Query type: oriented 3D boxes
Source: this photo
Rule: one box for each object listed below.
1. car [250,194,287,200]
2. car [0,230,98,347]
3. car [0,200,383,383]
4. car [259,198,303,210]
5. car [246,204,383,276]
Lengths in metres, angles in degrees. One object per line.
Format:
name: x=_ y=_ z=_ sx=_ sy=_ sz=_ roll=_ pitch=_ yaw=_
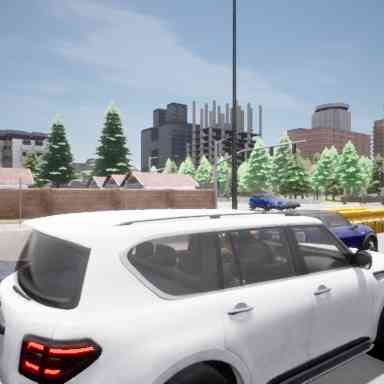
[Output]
car: x=8.812 y=1.222 z=39.122 sx=2.150 sy=2.045 sz=5.566 roll=0 pitch=0 yaw=-20
car: x=-4.375 y=1.547 z=4.923 sx=5.357 sy=1.411 sz=2.033 roll=0 pitch=0 yaw=-36
car: x=0.649 y=1.222 z=4.205 sx=5.566 sy=2.045 sz=2.150 roll=0 pitch=0 yaw=-36
car: x=11.484 y=1.547 z=43.328 sx=2.033 sy=1.411 sz=5.357 roll=0 pitch=0 yaw=-37
car: x=4.189 y=1.352 z=11.023 sx=4.553 sy=1.767 sz=2.097 roll=0 pitch=0 yaw=-35
